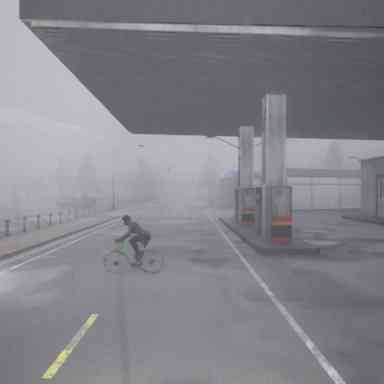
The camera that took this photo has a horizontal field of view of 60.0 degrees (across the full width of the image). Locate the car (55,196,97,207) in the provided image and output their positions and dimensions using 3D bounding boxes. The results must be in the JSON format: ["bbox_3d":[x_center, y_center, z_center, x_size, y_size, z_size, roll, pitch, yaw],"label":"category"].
[{"bbox_3d":[-16.705,1.330,47.359,5.027,1.636,2.152,0,0,-1],"label":"car"}]

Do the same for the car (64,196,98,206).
[{"bbox_3d":[-16.795,1.339,50.495,4.514,1.523,2.007,0,0,-1],"label":"car"}]

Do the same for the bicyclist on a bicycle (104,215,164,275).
[{"bbox_3d":[-1.601,1.455,9.063,1.656,1.620,0.582,-2,0,0],"label":"bicyclist on a bicycle"}]
